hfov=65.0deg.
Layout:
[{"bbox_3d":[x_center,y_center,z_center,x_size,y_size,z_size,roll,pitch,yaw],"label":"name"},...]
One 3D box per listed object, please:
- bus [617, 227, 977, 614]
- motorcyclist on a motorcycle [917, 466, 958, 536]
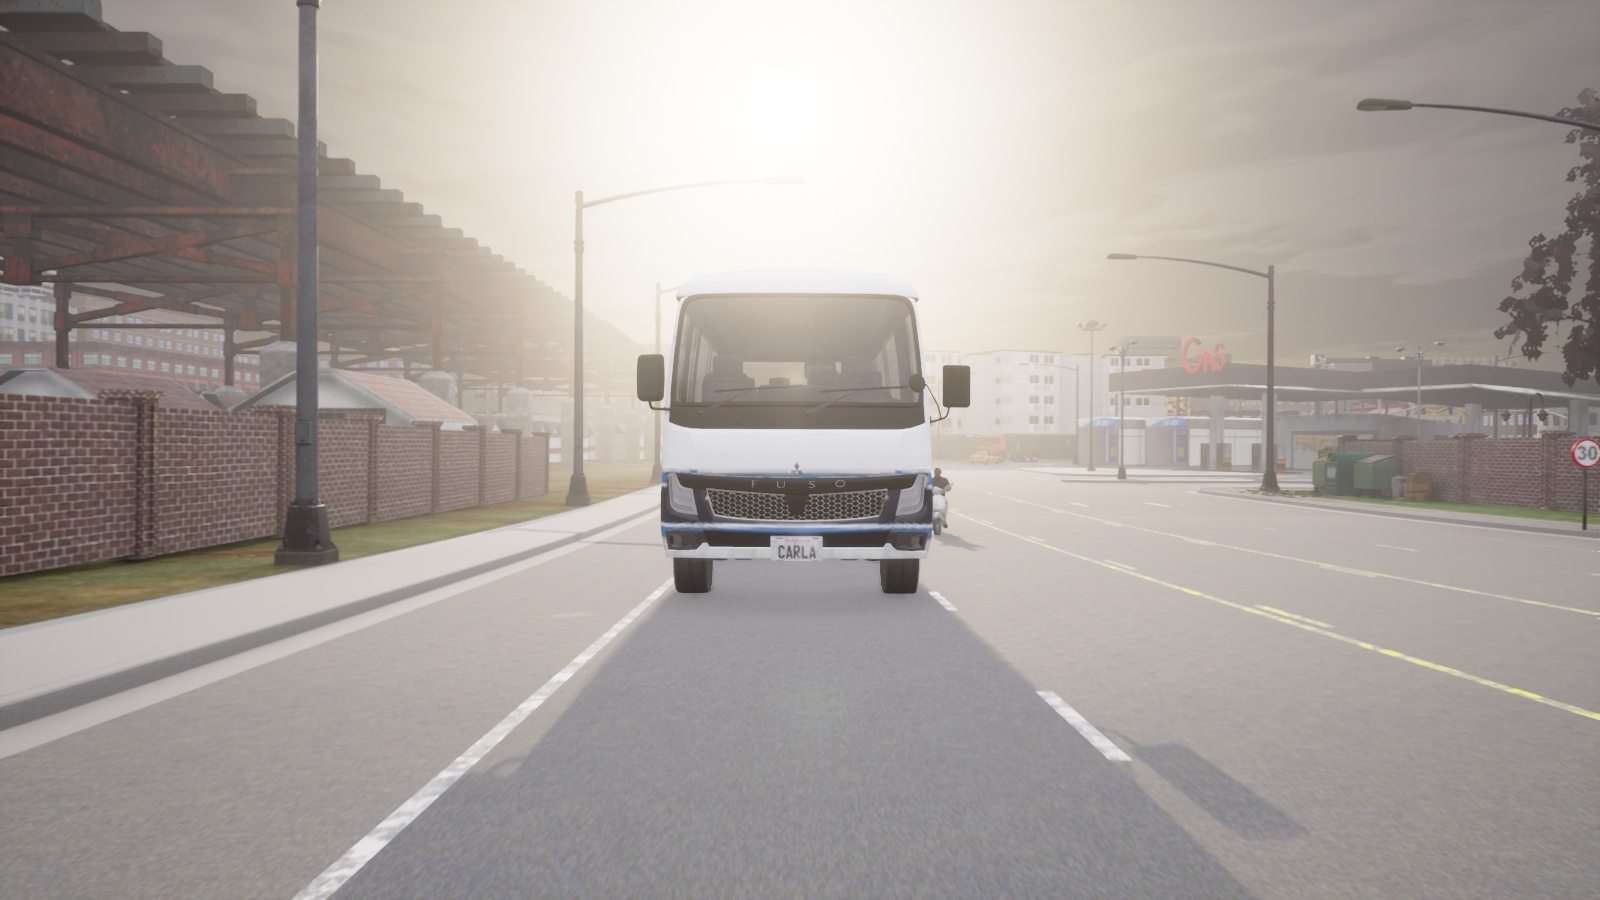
[{"bbox_3d":[-0.048,-0.253,18.964,3.944,4.253,10.273,0,-1,0],"label":"bus"},{"bbox_3d":[3.293,1.186,29.932,0.866,1.590,1.817,-1,0,9],"label":"motorcyclist on a motorcycle"}]
